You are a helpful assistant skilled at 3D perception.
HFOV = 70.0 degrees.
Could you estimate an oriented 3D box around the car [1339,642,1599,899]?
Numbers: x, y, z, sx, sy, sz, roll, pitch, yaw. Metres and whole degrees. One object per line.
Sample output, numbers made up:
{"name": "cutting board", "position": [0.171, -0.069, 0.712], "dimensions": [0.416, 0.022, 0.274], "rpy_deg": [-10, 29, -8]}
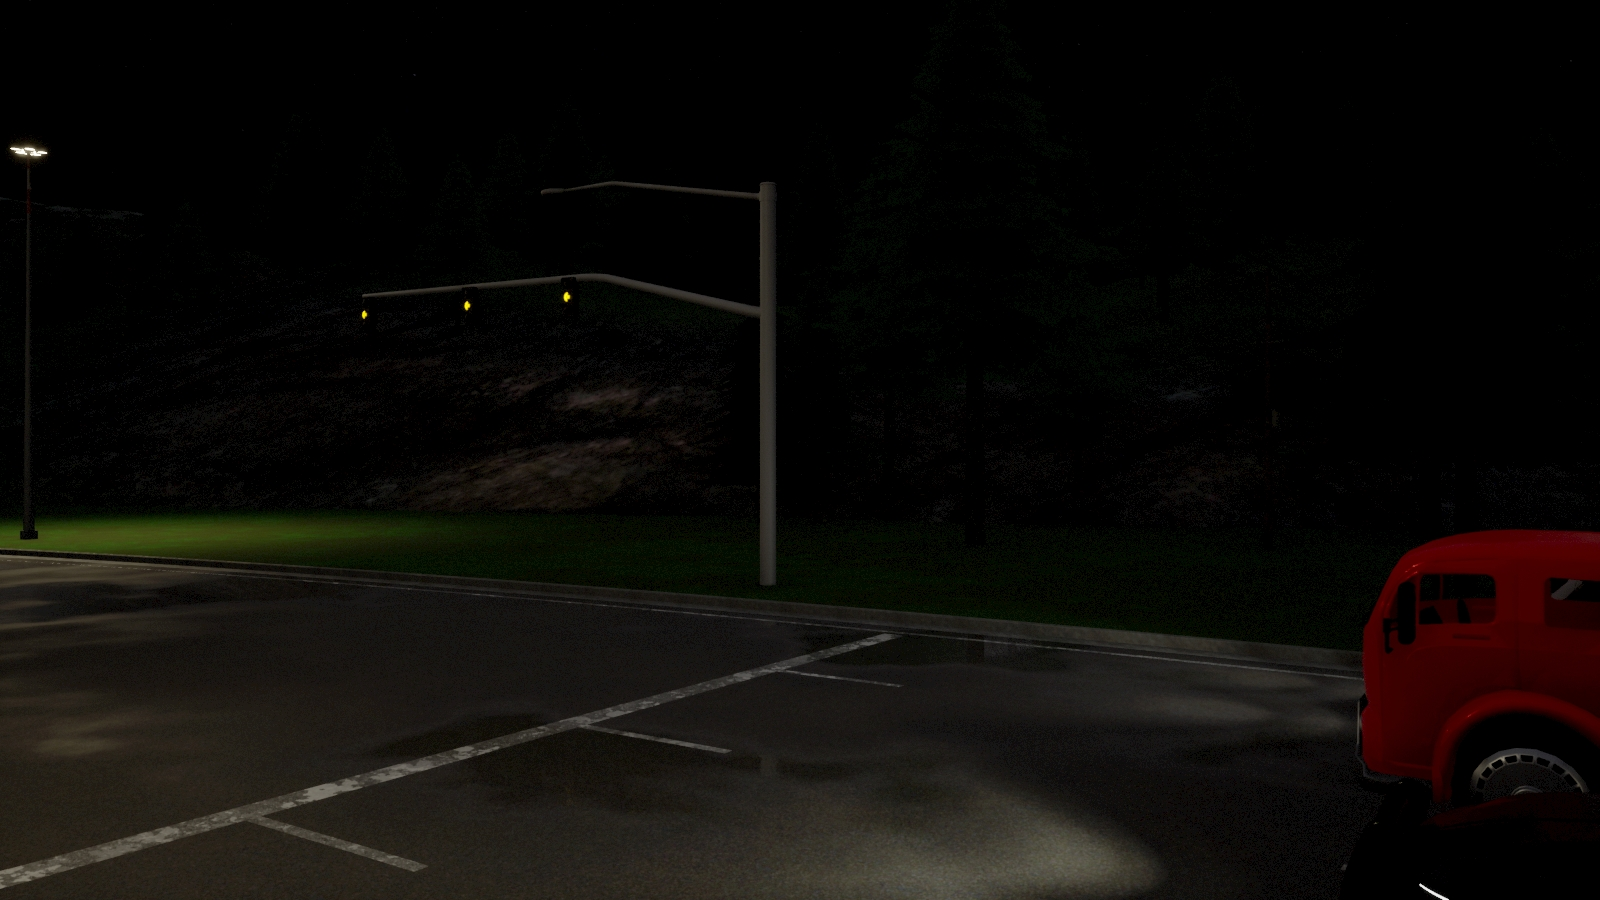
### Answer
{"name": "car", "position": [5.200, 1.982, 4.552], "dimensions": [5.238, 1.638, 2.097], "rpy_deg": [0, 0, 35]}

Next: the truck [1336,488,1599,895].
{"name": "truck", "position": [6.671, 1.564, 7.666], "dimensions": [5.204, 2.467, 2.627], "rpy_deg": [0, 0, 34]}

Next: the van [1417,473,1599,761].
{"name": "van", "position": [9.028, 1.534, 10.264], "dimensions": [5.915, 2.561, 1.988], "rpy_deg": [0, 0, 36]}
